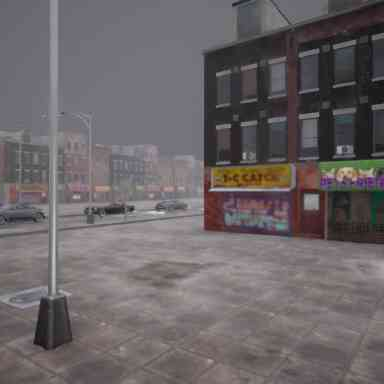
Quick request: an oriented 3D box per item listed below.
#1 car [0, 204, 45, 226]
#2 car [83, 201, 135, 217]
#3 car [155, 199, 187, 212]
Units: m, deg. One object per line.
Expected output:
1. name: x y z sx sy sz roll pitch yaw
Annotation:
1. car: -12.598 1.515 23.380 1.994 1.385 4.181 0 0 36
2. car: -7.556 1.519 30.516 1.895 1.301 4.718 0 0 36
3. car: -2.363 1.450 37.863 1.994 1.385 4.181 0 0 35
